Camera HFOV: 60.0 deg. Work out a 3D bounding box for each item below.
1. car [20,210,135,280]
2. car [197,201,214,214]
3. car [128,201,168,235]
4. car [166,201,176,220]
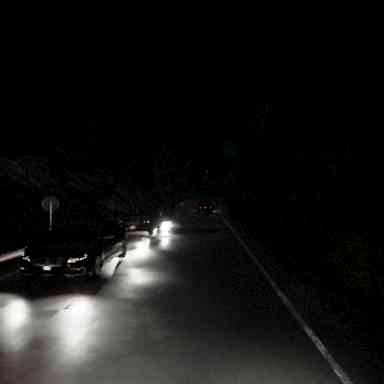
[{"bbox_3d":[-3.255,1.514,10.111,1.837,1.490,4.892,0,0,2],"label":"car"},{"bbox_3d":[1.500,1.679,37.561,2.033,1.411,5.357,0,0,2],"label":"car"},{"bbox_3d":[-2.899,1.532,19.288,2.128,1.511,4.902,0,0,2],"label":"car"},{"bbox_3d":[-2.488,1.568,29.487,2.128,1.511,4.902,0,0,2],"label":"car"}]
